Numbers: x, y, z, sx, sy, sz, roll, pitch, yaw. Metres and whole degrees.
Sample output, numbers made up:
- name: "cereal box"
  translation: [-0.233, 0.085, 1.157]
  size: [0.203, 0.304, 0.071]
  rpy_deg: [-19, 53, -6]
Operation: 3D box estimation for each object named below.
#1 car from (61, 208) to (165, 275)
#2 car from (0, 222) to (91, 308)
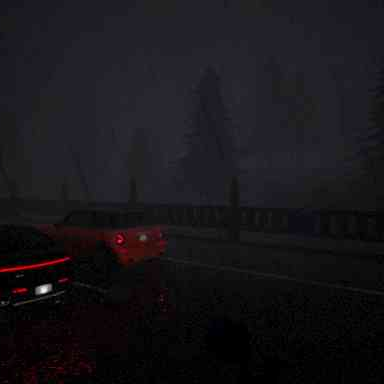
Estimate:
- name: "car"
  translation: [-3.086, 1.282, 10.495]
  size: [4.553, 1.767, 2.097]
  rpy_deg: [1, 0, 36]
- name: "car"
  translation: [-4.576, 1.440, 7.259]
  size: [4.892, 1.490, 1.837]
  rpy_deg: [1, 0, 36]
